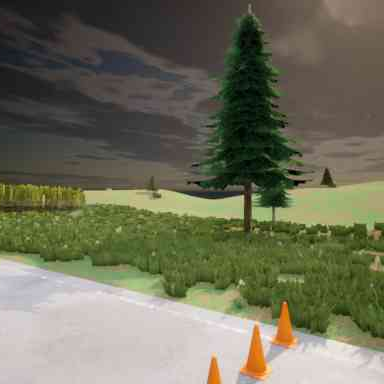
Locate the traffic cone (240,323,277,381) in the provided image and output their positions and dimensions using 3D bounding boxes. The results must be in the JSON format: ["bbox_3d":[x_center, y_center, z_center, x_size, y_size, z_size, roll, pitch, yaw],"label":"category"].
[{"bbox_3d":[0.810,1.955,4.184,0.340,0.580,0.340,0,0,36],"label":"traffic cone"}]

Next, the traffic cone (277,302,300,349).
[{"bbox_3d":[1.395,1.955,4.995,0.340,0.580,0.340,0,0,36],"label":"traffic cone"}]

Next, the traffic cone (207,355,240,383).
[{"bbox_3d":[0.226,1.955,3.372,0.340,0.580,0.340,0,0,36],"label":"traffic cone"}]
